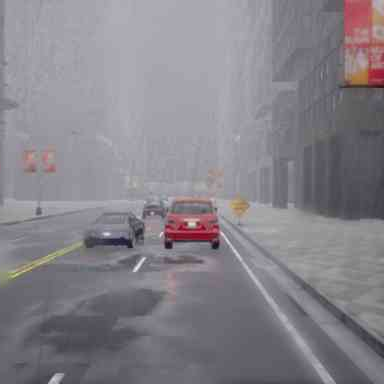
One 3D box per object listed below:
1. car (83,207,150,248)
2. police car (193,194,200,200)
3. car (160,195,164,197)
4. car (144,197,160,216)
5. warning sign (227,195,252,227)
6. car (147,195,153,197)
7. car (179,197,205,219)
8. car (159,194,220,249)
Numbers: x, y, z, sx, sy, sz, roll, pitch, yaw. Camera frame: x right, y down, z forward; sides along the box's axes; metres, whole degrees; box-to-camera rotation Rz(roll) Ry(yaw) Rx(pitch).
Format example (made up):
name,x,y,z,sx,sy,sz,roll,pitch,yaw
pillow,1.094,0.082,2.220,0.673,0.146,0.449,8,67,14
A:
name,x,y,z,sx,sy,sz,roll,pitch,yaw
car,-3.250,1.569,14.649,1.994,1.385,4.181,0,0,0
police car,1.137,1.403,90.155,1.930,1.638,5.238,0,0,0
car,-6.500,1.453,76.709,2.033,1.411,5.357,0,0,0
car,-3.250,1.508,29.650,1.837,1.490,4.892,0,0,0
warning sign,2.847,1.109,20.045,1.300,1.860,1.060,0,0,0
car,-9.750,1.466,76.709,1.994,1.385,4.181,0,0,0
car,0.000,1.358,29.620,2.097,1.767,4.553,0,0,0
car,0.000,1.255,14.680,2.150,2.045,5.566,0,0,0
